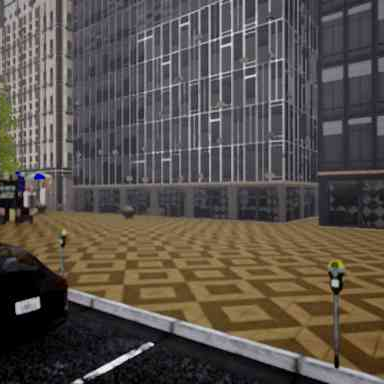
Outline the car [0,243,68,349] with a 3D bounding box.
[{"bbox_3d":[-3.881,1.551,5.660,4.313,1.339,1.947,0,0,36],"label":"car"}]
